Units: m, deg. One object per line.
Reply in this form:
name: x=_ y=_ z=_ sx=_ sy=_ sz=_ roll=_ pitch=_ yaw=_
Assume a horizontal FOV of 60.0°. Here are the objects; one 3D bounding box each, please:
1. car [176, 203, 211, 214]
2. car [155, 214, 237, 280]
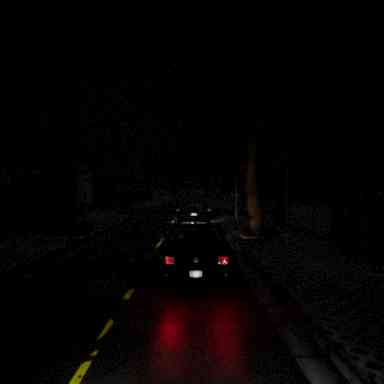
car: x=0.098 y=1.415 z=19.936 sx=1.837 sy=1.490 sz=4.892 roll=0 pitch=0 yaw=0
car: x=0.096 y=1.563 z=9.755 sx=1.895 sy=1.301 sz=4.718 roll=0 pitch=0 yaw=0
